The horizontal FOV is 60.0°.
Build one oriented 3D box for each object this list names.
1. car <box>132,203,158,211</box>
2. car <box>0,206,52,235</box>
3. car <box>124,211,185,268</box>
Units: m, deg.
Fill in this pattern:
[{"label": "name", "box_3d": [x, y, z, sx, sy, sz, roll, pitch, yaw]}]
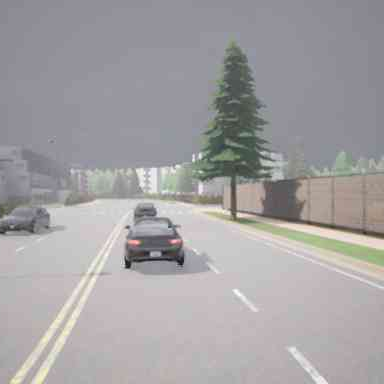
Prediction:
[{"label": "car", "box_3d": [-3.922, 1.662, 27.844, 1.837, 1.490, 4.892, 0, 0, -9]}, {"label": "car", "box_3d": [-9.873, 1.641, 19.985, 1.837, 1.490, 4.892, 0, -1, -9]}, {"label": "car", "box_3d": [-1.346, 1.591, 11.559, 1.812, 1.442, 4.674, 0, 0, -8]}]
